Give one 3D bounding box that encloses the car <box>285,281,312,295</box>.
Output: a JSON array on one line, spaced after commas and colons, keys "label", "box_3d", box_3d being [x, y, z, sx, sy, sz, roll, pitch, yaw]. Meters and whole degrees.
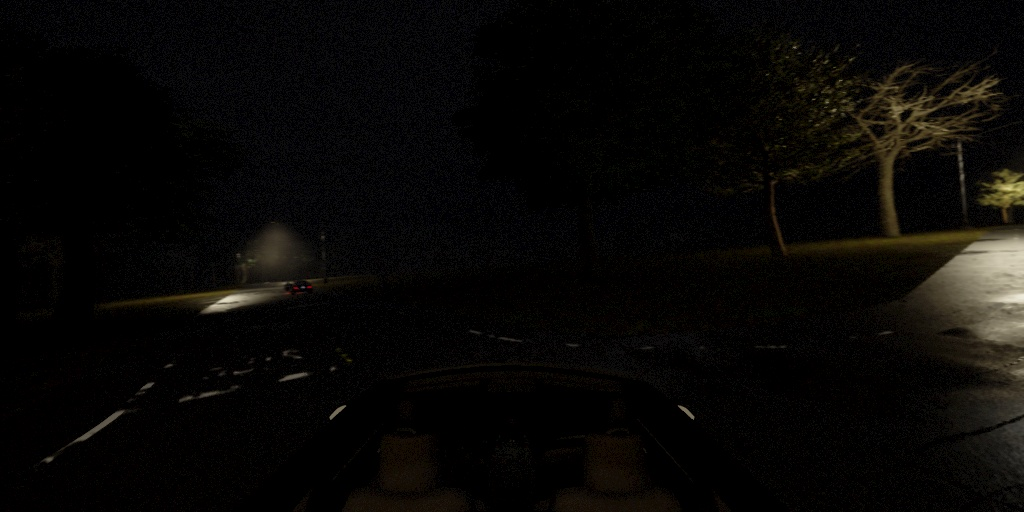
[{"label": "car", "box_3d": [-22.767, 3.386, 38.655, 2.033, 1.411, 5.357, -3, -1, -35]}]
